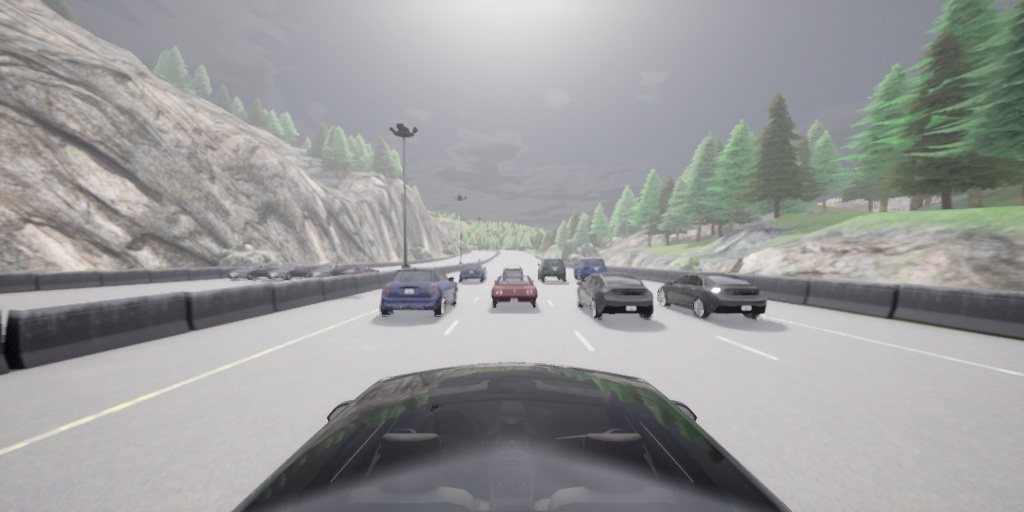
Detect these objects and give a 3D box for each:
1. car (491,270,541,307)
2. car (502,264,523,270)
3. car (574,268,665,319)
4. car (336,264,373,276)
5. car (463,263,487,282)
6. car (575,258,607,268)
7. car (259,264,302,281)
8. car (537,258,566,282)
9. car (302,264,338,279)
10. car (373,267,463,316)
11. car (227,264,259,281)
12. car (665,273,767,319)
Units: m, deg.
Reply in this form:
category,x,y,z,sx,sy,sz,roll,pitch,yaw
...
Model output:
category,x,y,z,sx,sy,sz,roll,pitch,yaw
car,0.094,1.481,16.328,1.895,1.301,4.718,0,-1,0
car,0.088,1.523,33.409,2.128,1.511,4.902,0,-1,0
car,3.595,1.357,13.231,1.837,1.490,4.892,0,-1,0
car,-14.109,1.632,33.436,1.895,1.301,4.718,0,-1,0
car,-3.411,1.373,32.231,2.097,1.767,4.553,0,0,0
car,7.088,1.247,32.773,2.150,2.045,5.566,0,-1,0
car,-21.106,1.529,34.183,2.128,1.511,4.902,0,-1,0
car,3.588,1.247,32.710,2.150,2.045,5.566,0,-1,0
car,-17.606,1.534,34.721,2.128,1.511,4.902,0,-1,0
car,-3.405,1.211,14.007,2.097,1.767,4.553,0,-1,0
car,-24.606,1.529,34.136,2.128,1.511,4.902,0,-1,0
car,7.095,1.357,13.270,1.837,1.490,4.892,0,-1,0
